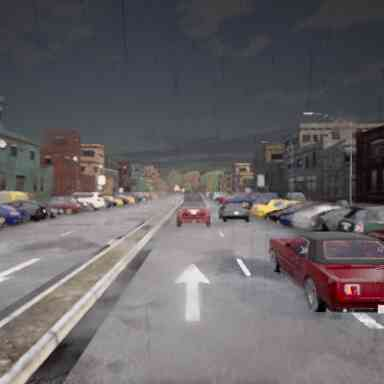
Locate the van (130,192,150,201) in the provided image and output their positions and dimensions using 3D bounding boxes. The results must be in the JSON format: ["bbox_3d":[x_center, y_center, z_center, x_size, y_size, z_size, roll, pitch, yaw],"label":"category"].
[{"bbox_3d":[-12.798,1.103,81.983,4.442,1.987,1.878,0,0,0],"label":"van"}]

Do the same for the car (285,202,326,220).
[{"bbox_3d":[7.640,1.429,17.427,4.674,1.452,2.002,0,0,0],"label":"car"}]

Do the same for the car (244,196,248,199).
[{"bbox_3d":[7.668,1.382,31.181,4.792,1.488,2.163,0,0,0],"label":"car"}]

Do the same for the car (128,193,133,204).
[{"bbox_3d":[-12.665,1.342,54.071,5.008,1.535,2.097,0,0,0],"label":"car"}]

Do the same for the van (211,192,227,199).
[{"bbox_3d":[7.642,1.113,94.607,4.442,1.987,1.878,0,0,0],"label":"van"}]

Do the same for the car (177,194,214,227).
[{"bbox_3d":[0.103,1.247,21.974,2.097,1.767,4.553,0,0,0],"label":"car"}]

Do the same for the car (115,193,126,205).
[{"bbox_3d":[-12.856,1.339,48.638,5.366,1.575,1.946,0,0,0],"label":"car"}]

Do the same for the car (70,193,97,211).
[{"bbox_3d":[-12.732,1.227,34.707,4.553,1.767,2.185,0,0,0],"label":"car"}]

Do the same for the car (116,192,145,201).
[{"bbox_3d":[-12.635,1.089,65.305,5.566,2.045,2.435,0,0,0],"label":"car"}]

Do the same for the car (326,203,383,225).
[{"bbox_3d":[7.610,1.287,11.876,4.553,1.767,2.185,0,0,0],"label":"car"}]

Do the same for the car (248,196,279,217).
[{"bbox_3d":[7.829,1.354,28.425,5.366,1.575,1.946,0,0,0],"label":"car"}]

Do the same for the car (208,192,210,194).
[{"bbox_3d":[7.568,1.104,86.333,5.566,2.045,2.435,0,0,0],"label":"car"}]

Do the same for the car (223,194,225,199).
[{"bbox_3d":[7.602,1.394,50.481,4.674,1.452,2.002,0,0,0],"label":"car"}]

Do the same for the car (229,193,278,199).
[{"bbox_3d":[7.596,1.094,39.452,5.566,2.045,2.435,0,0,0],"label":"car"}]

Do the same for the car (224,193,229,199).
[{"bbox_3d":[7.604,1.350,47.724,5.008,1.535,2.097,0,0,0],"label":"car"}]

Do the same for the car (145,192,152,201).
[{"bbox_3d":[-12.672,1.333,79.204,4.892,1.521,2.231,0,0,0],"label":"car"}]

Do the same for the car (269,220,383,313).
[{"bbox_3d":[3.101,1.556,7.480,1.895,1.301,4.718,0,0,0],"label":"car"}]

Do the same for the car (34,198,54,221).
[{"bbox_3d":[-12.752,1.408,23.501,4.792,1.488,2.163,0,0,0],"label":"car"}]

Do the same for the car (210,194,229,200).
[{"bbox_3d":[7.535,1.344,91.849,5.008,1.535,2.097,0,0,0],"label":"car"}]

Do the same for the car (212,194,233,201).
[{"bbox_3d":[7.540,1.359,83.451,5.008,1.535,2.097,0,0,0],"label":"car"}]

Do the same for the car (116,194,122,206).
[{"bbox_3d":[-12.647,1.372,45.858,4.792,1.488,2.163,0,0,0],"label":"car"}]

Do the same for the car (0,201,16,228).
[{"bbox_3d":[-12.740,1.397,18.068,4.892,1.521,2.231,0,0,0],"label":"car"}]

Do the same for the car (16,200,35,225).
[{"bbox_3d":[-12.726,1.427,20.722,4.674,1.452,2.002,0,0,0],"label":"car"}]

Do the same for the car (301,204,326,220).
[{"bbox_3d":[7.671,1.429,14.633,4.792,1.488,2.163,0,0,0],"label":"car"}]

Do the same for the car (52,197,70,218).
[{"bbox_3d":[-12.724,1.371,26.281,4.892,1.521,2.231,0,0,0],"label":"car"}]

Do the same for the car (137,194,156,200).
[{"bbox_3d":[-12.687,1.315,93.101,5.008,1.535,2.097,0,0,0],"label":"car"}]

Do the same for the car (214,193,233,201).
[{"bbox_3d":[7.581,1.238,80.694,4.553,1.767,2.185,0,0,0],"label":"car"}]

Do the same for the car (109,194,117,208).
[{"bbox_3d":[-12.653,1.373,43.080,4.792,1.488,2.163,0,0,0],"label":"car"}]

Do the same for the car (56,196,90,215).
[{"bbox_3d":[-12.703,1.398,31.837,4.674,1.452,2.002,0,0,0],"label":"car"}]

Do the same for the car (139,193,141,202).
[{"bbox_3d":[-12.655,1.343,62.526,4.892,1.521,2.231,0,0,0],"label":"car"}]

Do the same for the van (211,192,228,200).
[{"bbox_3d":[7.418,1.124,89.091,4.442,1.987,1.878,0,0,0],"label":"van"}]

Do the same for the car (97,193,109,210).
[{"bbox_3d":[-12.722,1.097,37.520,5.566,2.045,2.435,0,0,0],"label":"car"}]

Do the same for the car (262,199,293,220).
[{"bbox_3d":[7.614,1.401,22.905,4.792,1.488,2.163,0,0,0],"label":"car"}]

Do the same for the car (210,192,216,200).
[{"bbox_3d":[7.583,1.116,78.058,5.566,2.045,2.435,0,0,0],"label":"car"}]

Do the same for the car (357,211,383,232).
[{"bbox_3d":[7.636,1.426,9.119,5.008,1.535,2.097,0,0,0],"label":"car"}]

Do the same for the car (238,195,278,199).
[{"bbox_3d":[7.819,1.346,33.940,5.366,1.575,1.946,0,0,0],"label":"car"}]

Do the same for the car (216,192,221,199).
[{"bbox_3d":[7.561,1.114,58.754,5.566,2.045,2.435,0,0,0],"label":"car"}]

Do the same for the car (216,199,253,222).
[{"bbox_3d":[3.102,1.449,25.285,1.994,1.385,4.181,0,0,0],"label":"car"}]

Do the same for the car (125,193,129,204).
[{"bbox_3d":[-12.694,1.372,51.416,4.792,1.488,2.163,0,0,0],"label":"car"}]

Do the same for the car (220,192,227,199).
[{"bbox_3d":[7.563,1.236,55.997,4.553,1.767,2.185,0,0,0],"label":"car"}]

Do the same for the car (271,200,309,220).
[{"bbox_3d":[7.614,1.409,20.149,4.792,1.488,2.163,0,0,0],"label":"car"}]

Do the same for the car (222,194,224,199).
[{"bbox_3d":[7.596,1.398,53.369,4.674,1.452,2.002,0,0,0],"label":"car"}]

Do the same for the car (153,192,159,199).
[{"bbox_3d":[-12.504,1.316,90.322,5.366,1.575,1.946,0,0,0],"label":"car"}]

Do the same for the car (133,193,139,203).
[{"bbox_3d":[-12.663,1.342,59.747,5.008,1.535,2.097,0,0,0],"label":"car"}]
